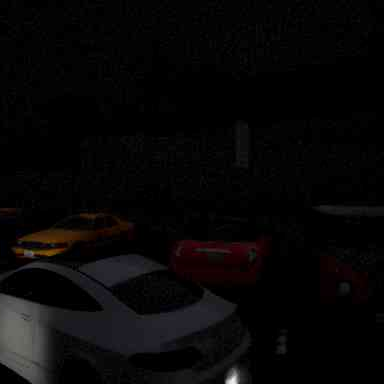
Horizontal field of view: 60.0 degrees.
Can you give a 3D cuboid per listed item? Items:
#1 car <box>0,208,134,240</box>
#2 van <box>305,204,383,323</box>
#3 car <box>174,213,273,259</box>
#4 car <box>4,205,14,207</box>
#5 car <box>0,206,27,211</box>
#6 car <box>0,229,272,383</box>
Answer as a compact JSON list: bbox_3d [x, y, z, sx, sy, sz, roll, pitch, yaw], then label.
[{"bbox_3d":[-3.909,1.446,12.056,1.946,1.575,5.366,1,0,16],"label":"car"},{"bbox_3d":[3.407,1.264,6.922,1.878,1.987,4.442,1,0,15],"label":"van"},{"bbox_3d":[0.987,1.354,8.743,2.185,1.767,4.553,0,-1,15],"label":"car"},{"bbox_3d":[-8.767,1.412,15.520,1.946,1.575,5.366,1,0,15],"label":"car"},{"bbox_3d":[-6.286,1.464,13.996,2.163,1.488,4.792,0,-1,15],"label":"car"},{"bbox_3d":[-1.499,1.517,4.446,4.674,1.442,1.812,0,0,35],"label":"car"}]
